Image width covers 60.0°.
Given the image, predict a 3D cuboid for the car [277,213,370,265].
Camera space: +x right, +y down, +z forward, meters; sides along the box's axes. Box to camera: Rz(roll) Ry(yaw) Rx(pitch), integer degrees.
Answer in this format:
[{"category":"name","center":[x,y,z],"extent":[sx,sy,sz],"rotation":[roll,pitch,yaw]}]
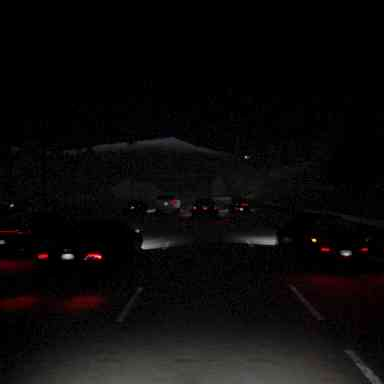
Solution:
[{"category":"car","center":[4.180,1.439,11.169],"extent":[1.812,1.442,4.674],"rotation":[-1,0,2]}]

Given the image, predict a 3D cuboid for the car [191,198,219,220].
[{"category":"car","center":[1.022,1.252,27.096],"extent":[2.097,1.767,4.553],"rotation":[-1,0,1]}]

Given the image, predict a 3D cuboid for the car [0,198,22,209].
[{"category":"car","center":[-19.971,1.469,37.528],"extent":[2.097,1.767,4.553],"rotation":[-1,0,1]}]

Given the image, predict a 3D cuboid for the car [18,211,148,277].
[{"category":"car","center":[-2.818,1.547,10.247],"extent":[2.033,1.411,5.357],"rotation":[-1,0,2]}]

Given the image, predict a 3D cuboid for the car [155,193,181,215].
[{"category":"car","center":[-2.361,1.141,33.389],"extent":[2.150,2.045,5.566],"rotation":[-1,0,1]}]

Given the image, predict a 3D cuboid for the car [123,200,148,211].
[{"category":"car","center":[-5.833,1.520,34.769],"extent":[1.994,1.385,4.181],"rotation":[-1,0,1]}]

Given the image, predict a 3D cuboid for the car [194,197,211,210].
[{"category":"car","center":[1.303,1.412,42.134],"extent":[1.994,1.385,4.181],"rotation":[-1,0,1]}]

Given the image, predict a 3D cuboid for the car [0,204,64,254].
[{"category":"car","center":[-6.255,1.508,13.564],"extent":[1.882,1.535,5.008],"rotation":[-1,0,2]}]

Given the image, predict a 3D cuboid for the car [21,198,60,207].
[{"category":"car","center":[-16.476,1.568,37.226],"extent":[2.128,1.511,4.902],"rotation":[-1,0,1]}]

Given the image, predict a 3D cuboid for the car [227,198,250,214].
[{"category":"car","center":[4.642,1.341,33.378],"extent":[1.837,1.490,4.892],"rotation":[-1,0,1]}]
